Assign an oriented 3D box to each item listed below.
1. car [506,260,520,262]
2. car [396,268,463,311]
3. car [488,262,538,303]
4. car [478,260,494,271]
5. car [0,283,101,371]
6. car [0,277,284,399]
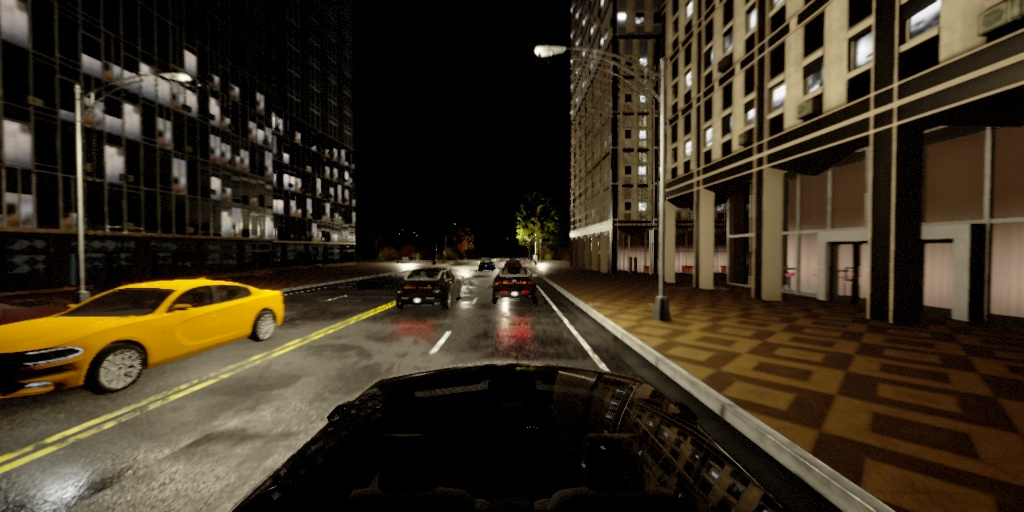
[{"bbox_3d":[0.104,1.111,37.513,1.882,1.535,5.008,0,0,0],"label":"car"},{"bbox_3d":[-3.148,1.216,14.311,1.837,1.490,4.892,0,0,0],"label":"car"},{"bbox_3d":[0.103,1.209,16.292,1.837,1.490,4.892,0,0,0],"label":"car"},{"bbox_3d":[-3.145,1.168,45.307,1.994,1.385,4.181,0,0,0],"label":"car"},{"bbox_3d":[-9.849,1.289,5.019,2.033,1.411,5.357,0,0,0],"label":"car"},{"bbox_3d":[-6.597,1.213,6.818,1.882,1.535,5.008,0,0,0],"label":"car"}]
